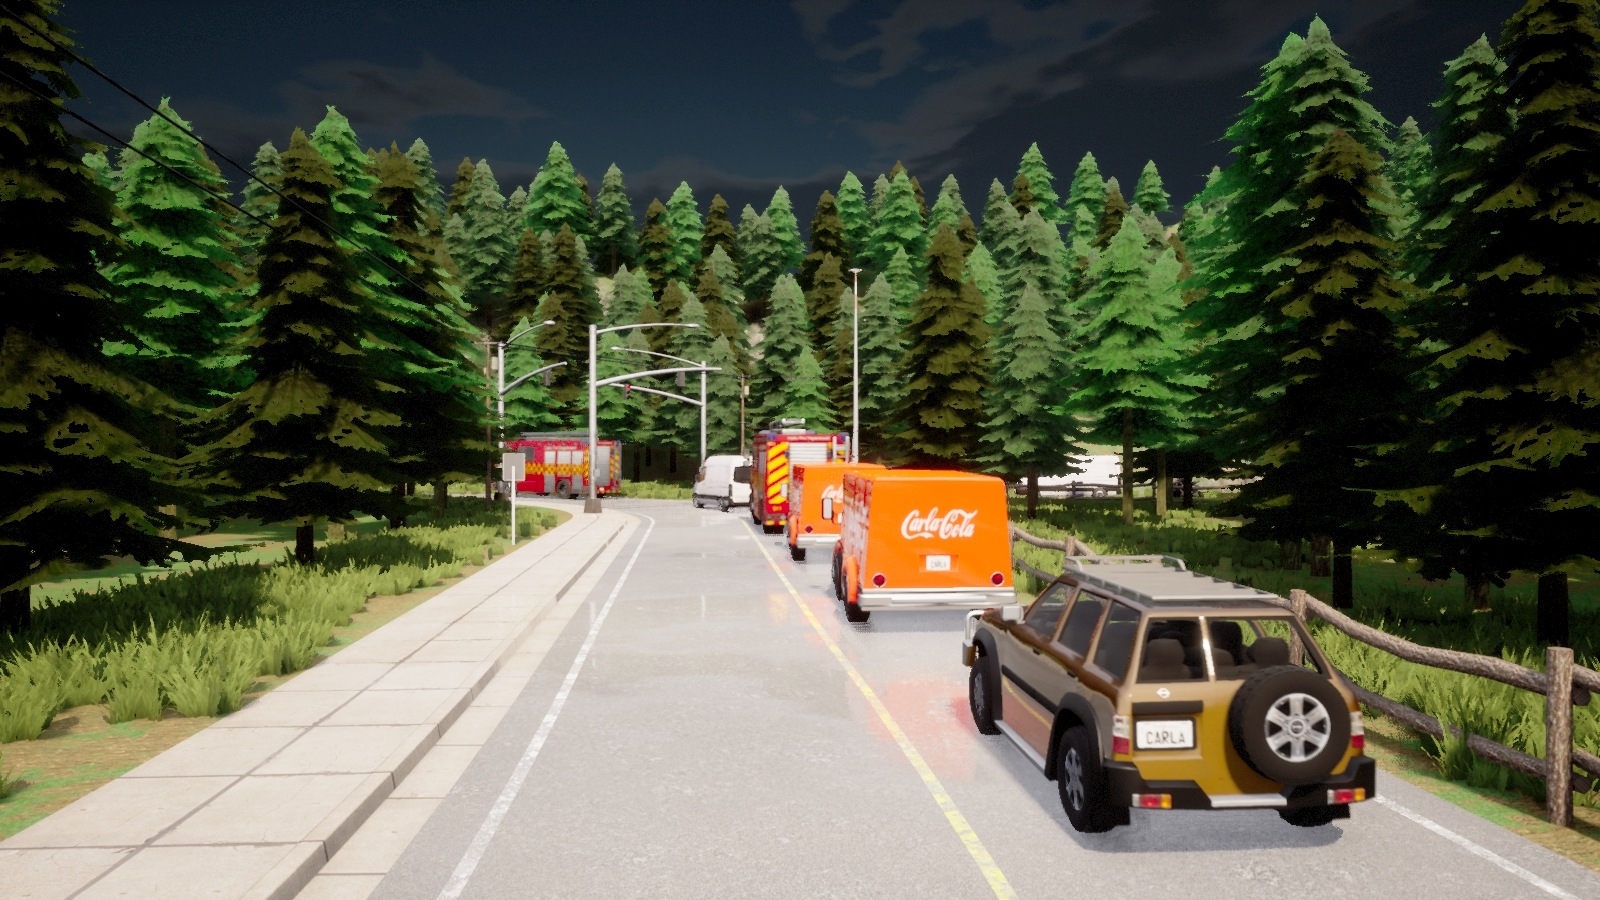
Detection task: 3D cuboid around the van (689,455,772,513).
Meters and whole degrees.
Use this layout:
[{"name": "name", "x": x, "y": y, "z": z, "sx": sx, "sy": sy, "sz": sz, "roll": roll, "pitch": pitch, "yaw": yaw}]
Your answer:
[{"name": "van", "x": -3.336, "y": 1.511, "z": 53.479, "sx": 1.988, "sy": 2.561, "sz": 5.915, "roll": 0, "pitch": 0, "yaw": -23}]

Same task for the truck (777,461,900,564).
[{"name": "truck", "x": 0.890, "y": 1.539, "z": 30.446, "sx": 2.627, "sy": 2.467, "sz": 5.204, "roll": 0, "pitch": 0, "yaw": -5}]

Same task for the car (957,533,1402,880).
[{"name": "car", "x": 2.810, "y": 1.831, "z": 9.761, "sx": 1.932, "sy": 1.855, "sz": 4.605, "roll": 0, "pitch": 1, "yaw": -5}]

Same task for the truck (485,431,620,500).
[{"name": "truck", "x": -14.532, "y": 0.862, "z": 66.691, "sx": 8.468, "sy": 3.827, "sz": 2.891, "roll": 0, "pitch": 0, "yaw": 38}]

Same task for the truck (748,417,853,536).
[{"name": "truck", "x": -0.157, "y": 0.863, "z": 41.106, "sx": 2.891, "sy": 3.827, "sz": 8.468, "roll": 0, "pitch": 0, "yaw": -6}]

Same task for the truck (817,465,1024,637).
[{"name": "truck", "x": 1.874, "y": 1.550, "z": 19.909, "sx": 2.627, "sy": 2.467, "sz": 5.204, "roll": 0, "pitch": 1, "yaw": -5}]
